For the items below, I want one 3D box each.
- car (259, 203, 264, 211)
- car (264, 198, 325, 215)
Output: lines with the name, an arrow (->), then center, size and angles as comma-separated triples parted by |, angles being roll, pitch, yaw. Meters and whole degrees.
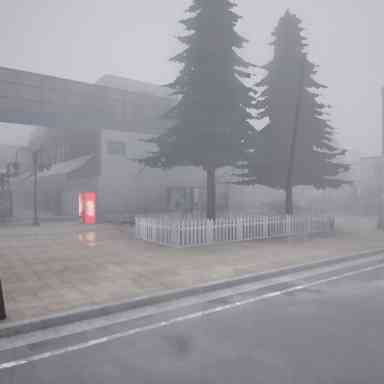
car -> 9.664, 1.462, 37.236 | 1.882, 1.535, 5.008 | 0, 0, -33
car -> 9.582, 1.532, 30.796 | 2.033, 1.411, 5.357 | 0, 0, -34
